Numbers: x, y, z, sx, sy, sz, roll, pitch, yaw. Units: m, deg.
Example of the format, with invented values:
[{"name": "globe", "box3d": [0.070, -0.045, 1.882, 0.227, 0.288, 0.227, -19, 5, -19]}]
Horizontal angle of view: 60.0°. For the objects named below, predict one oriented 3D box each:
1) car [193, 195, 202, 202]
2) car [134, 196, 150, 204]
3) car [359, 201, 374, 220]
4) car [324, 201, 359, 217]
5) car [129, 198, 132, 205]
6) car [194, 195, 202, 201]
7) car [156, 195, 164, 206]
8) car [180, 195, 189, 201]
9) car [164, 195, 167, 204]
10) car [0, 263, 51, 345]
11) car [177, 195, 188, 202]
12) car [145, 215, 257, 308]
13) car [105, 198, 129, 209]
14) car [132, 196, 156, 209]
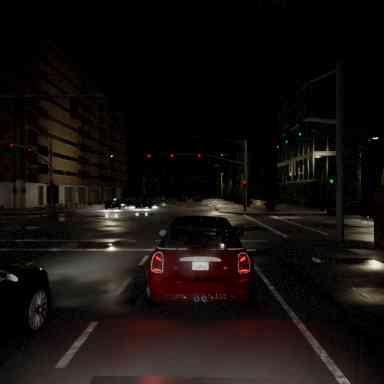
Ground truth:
[{"name": "car", "box3d": [1.246, 1.478, 73.830, 1.882, 1.535, 5.008, 0, 0, 2]}, {"name": "car", "box3d": [-9.587, 1.491, 64.330, 2.128, 1.511, 4.902, 0, 0, 2]}, {"name": "car", "box3d": [16.693, 1.603, 26.473, 5.357, 1.411, 2.033, 0, 0, 1]}, {"name": "car", "box3d": [14.506, 1.547, 30.020, 4.902, 1.511, 2.128, 0, 0, 1]}, {"name": "car", "box3d": [-9.928, 1.601, 54.436, 1.895, 1.301, 4.718, 0, 0, 2]}, {"name": "car", "box3d": [1.547, 1.478, 83.984, 1.882, 1.535, 5.008, 0, 0, 2]}, {"name": "car", "box3d": [-6.405, 1.491, 55.030, 2.128, 1.511, 4.902, 0, 0, 2]}, {"name": "car", "box3d": [-1.956, 1.540, 83.937, 2.033, 1.411, 5.357, 0, 0, 2]}, {"name": "car", "box3d": [-6.069, 1.353, 64.835, 2.097, 1.767, 4.553, 0, 0, 2]}, {"name": "car", "box3d": [-3.396, 1.492, 3.880, 2.128, 1.511, 4.902, 0, 0, 1]}, {"name": "car", "box3d": [-2.253, 1.524, 73.850, 2.128, 1.511, 4.902, 0, 0, 2]}, {"name": "car", "box3d": [0.220, 1.352, 8.109, 2.097, 1.767, 4.553, 0, 0, 2]}, {"name": "car", "box3d": [-10.161, 1.564, 44.144, 1.994, 1.385, 4.181, 0, 0, 1]}, {"name": "car", "box3d": [-6.630, 1.564, 46.139, 1.994, 1.385, 4.181, 0, 0, 1]}]
